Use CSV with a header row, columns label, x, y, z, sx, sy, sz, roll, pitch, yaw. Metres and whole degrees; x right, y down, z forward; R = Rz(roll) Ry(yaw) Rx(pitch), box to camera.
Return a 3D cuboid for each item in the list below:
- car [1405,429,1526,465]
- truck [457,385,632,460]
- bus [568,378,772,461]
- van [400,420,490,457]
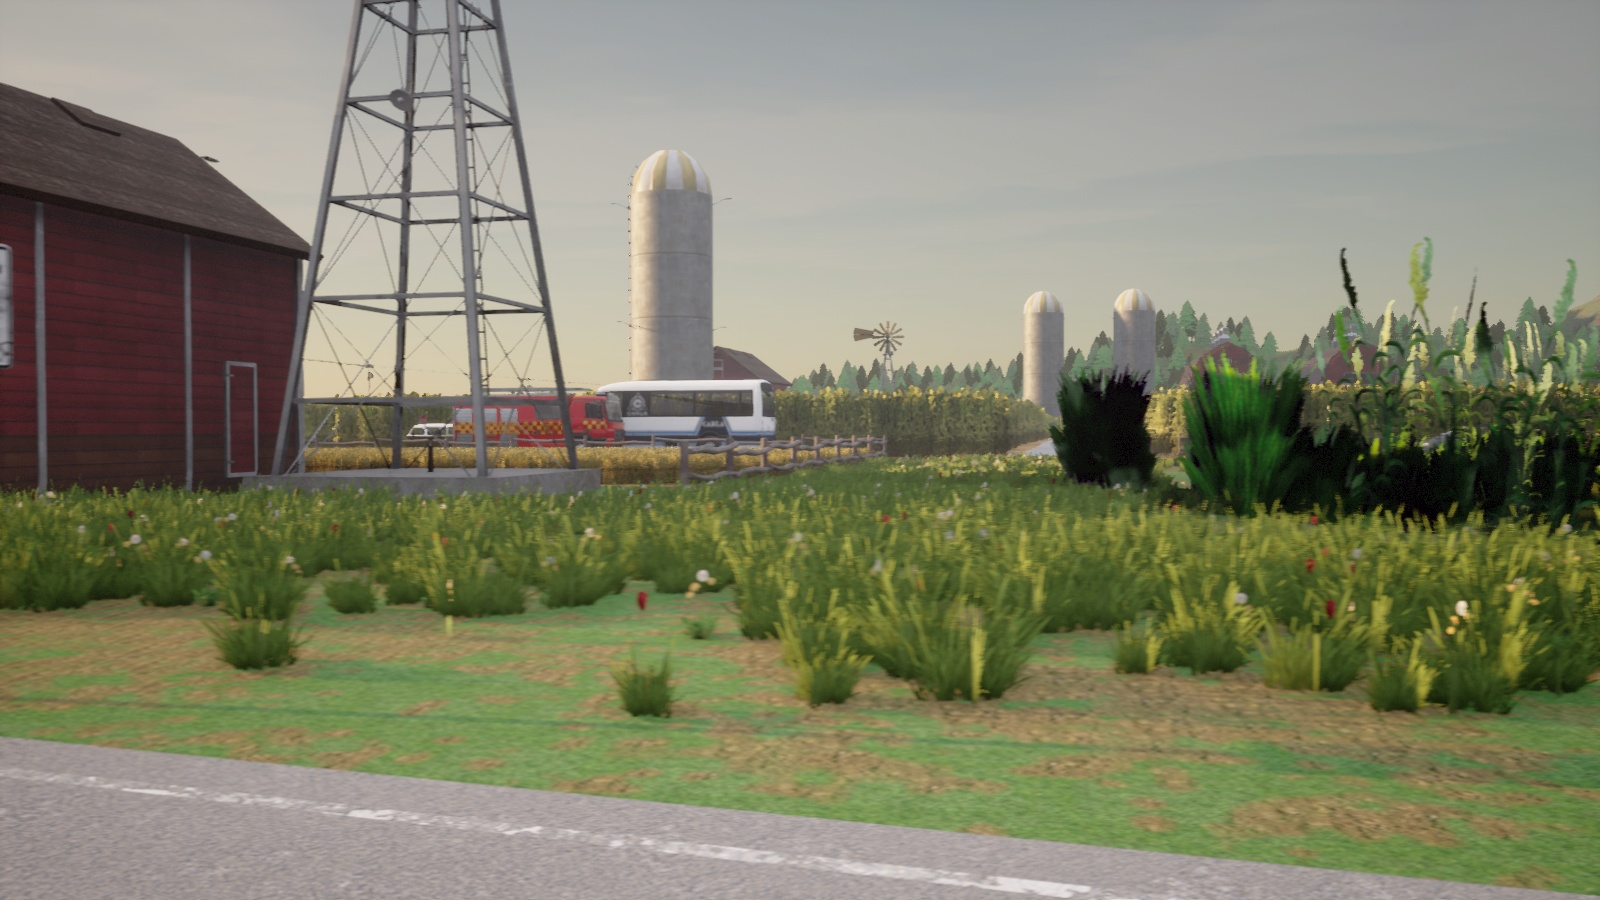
label,x,y,z,sx,sy,sz,roll,pitch,yaw
car,31.306,-0.159,59.197,4.611,1.667,2.242,0,1,13
truck,-13.294,-1.438,65.583,8.468,3.827,2.891,0,1,6
bus,-6.971,-1.665,67.990,10.273,4.253,3.944,1,1,13
van,-20.054,-0.660,71.018,4.480,2.038,2.069,1,1,13
